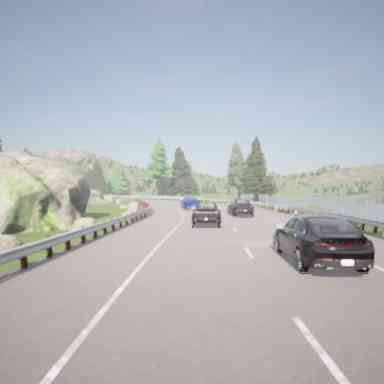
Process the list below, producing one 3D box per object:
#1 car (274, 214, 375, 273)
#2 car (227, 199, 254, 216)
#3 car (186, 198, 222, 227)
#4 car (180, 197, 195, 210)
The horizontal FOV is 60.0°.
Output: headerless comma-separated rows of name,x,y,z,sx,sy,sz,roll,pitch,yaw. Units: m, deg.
car,3.901,1.471,10.553,1.837,1.490,4.892,0,0,2
car,4.367,1.384,30.550,2.128,1.511,4.902,0,0,-3
car,0.946,1.410,22.146,2.128,1.511,4.902,0,0,2
car,-0.352,1.323,41.313,1.882,1.535,5.008,0,0,-10
